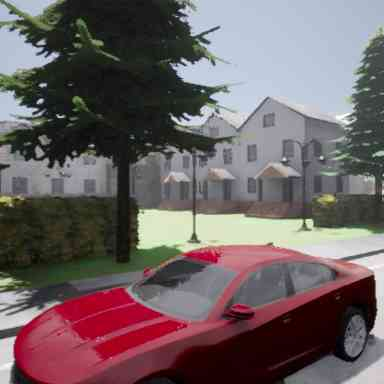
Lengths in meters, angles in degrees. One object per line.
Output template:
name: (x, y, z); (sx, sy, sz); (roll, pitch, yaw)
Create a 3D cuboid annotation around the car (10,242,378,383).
car: (0.471, 1.486, 4.342); (5.008, 1.535, 1.882); (0, 0, -36)
